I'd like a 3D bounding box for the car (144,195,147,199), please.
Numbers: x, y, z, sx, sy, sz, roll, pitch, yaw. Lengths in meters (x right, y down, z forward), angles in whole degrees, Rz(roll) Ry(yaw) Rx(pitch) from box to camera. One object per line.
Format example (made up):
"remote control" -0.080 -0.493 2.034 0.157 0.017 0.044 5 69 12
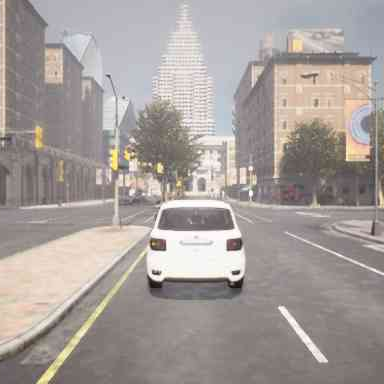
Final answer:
"car" -11.734 1.462 78.609 1.837 1.490 4.892 0 0 0

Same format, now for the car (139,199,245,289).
"car" 0.075 1.218 9.269 2.150 2.045 5.566 0 0 0

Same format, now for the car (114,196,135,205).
"car" -11.728 1.477 58.374 1.837 1.490 4.892 0 0 0

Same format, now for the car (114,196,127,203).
"car" -14.957 1.561 69.751 1.895 1.301 4.718 0 0 0

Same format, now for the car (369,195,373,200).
"car" 37.734 1.447 71.305 2.231 1.521 4.892 0 0 0

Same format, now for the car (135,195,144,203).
"car" -11.703 1.568 68.428 1.895 1.301 4.718 0 0 0
